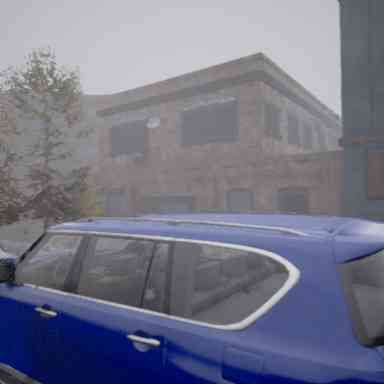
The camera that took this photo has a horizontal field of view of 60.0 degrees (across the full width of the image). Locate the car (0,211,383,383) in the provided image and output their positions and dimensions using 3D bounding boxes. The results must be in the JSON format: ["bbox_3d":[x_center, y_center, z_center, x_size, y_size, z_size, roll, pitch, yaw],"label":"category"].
[{"bbox_3d":[-0.569,1.241,3.660,5.566,2.045,2.435,-1,0,36],"label":"car"}]
